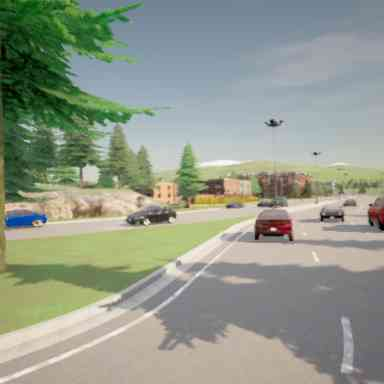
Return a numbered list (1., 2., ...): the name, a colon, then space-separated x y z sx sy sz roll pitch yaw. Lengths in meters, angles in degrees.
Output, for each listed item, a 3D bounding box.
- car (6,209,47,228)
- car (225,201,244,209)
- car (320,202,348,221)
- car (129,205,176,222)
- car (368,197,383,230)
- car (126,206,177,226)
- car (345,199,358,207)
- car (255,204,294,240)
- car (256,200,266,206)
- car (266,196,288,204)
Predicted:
1. car: -14.441 2.211 27.023 1.882 1.535 5.008 -2 -1 45
2. car: 7.833 2.332 60.317 2.033 1.411 5.357 -2 -1 29
3. car: 12.299 1.803 28.940 1.895 1.301 4.718 -2 -1 25
4. car: -3.880 2.135 33.292 1.812 1.442 4.674 -2 -1 38
5. car: 12.876 1.294 21.402 2.150 2.045 5.566 -2 -1 19
6. car: -3.373 2.029 28.507 1.837 1.490 4.892 -2 -1 42
7. car: 27.447 1.894 57.513 1.994 1.385 4.181 -2 -1 28
8. car: 4.581 1.677 18.371 1.882 1.535 5.008 -1 -1 16
9. car: 13.893 2.277 64.098 1.994 1.385 4.181 -2 -1 29
10. car: 15.822 1.841 60.352 2.150 2.045 5.566 -2 -1 29
